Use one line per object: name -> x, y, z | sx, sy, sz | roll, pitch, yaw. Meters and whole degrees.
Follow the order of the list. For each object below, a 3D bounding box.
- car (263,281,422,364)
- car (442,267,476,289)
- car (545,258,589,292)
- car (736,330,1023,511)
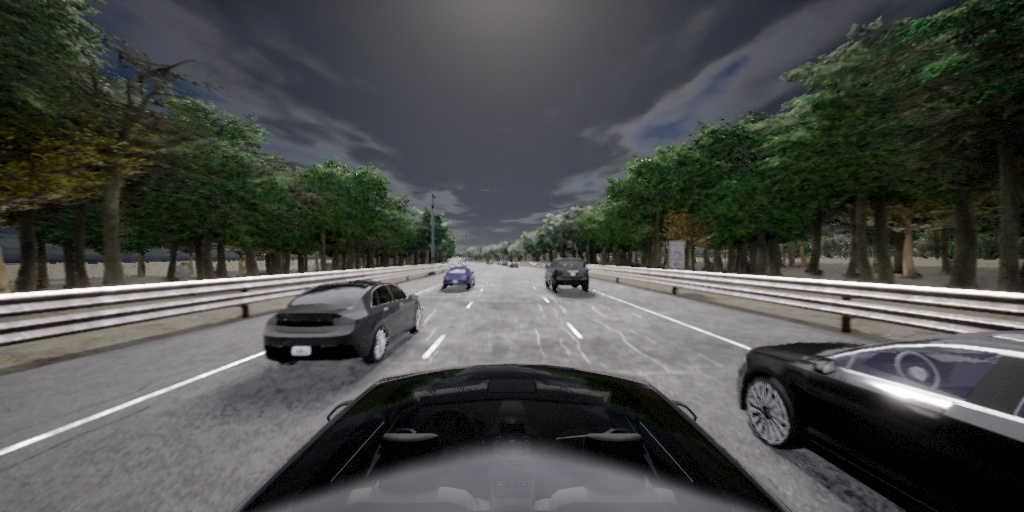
car -> -3.426, 1.312, 8.238 | 1.837, 1.490, 4.892 | 0, 0, 0
car -> -3.631, 1.470, 24.934 | 1.812, 1.442, 4.674 | 0, 0, -1
car -> 3.410, 1.144, 22.969 | 2.150, 2.045, 5.566 | 0, 0, -1
car -> 3.589, 1.244, 2.319 | 2.128, 1.511, 4.902 | 0, 0, 0
